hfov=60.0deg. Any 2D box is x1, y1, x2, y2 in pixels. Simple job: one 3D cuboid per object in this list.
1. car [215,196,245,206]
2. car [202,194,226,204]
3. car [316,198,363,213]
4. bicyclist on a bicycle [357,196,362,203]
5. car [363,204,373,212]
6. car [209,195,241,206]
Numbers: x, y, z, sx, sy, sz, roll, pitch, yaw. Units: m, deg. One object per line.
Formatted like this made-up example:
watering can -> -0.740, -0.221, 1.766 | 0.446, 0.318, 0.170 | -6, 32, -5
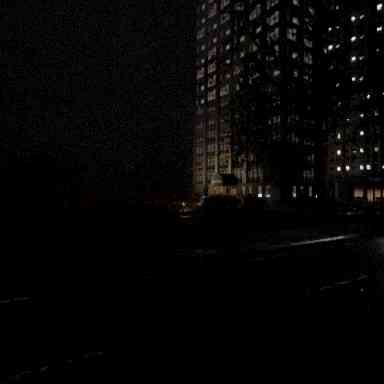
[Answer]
car -> 6.154, 1.410, 54.546 | 2.128, 1.511, 4.902 | 1, 0, -34
car -> 4.194, 1.305, 63.468 | 2.097, 1.767, 4.553 | 1, 0, -34
car -> 15.021, 1.404, 35.469 | 1.837, 1.490, 4.892 | 1, 0, -34
bicyclist on a bicycle -> 23.889, 1.397, 47.577 | 1.656, 1.620, 0.582 | 1, 0, -34
car -> 17.524, 1.494, 37.569 | 2.033, 1.411, 5.357 | 1, 0, -34
car -> 5.314, 1.368, 49.955 | 2.128, 1.511, 4.902 | 1, 0, -34
